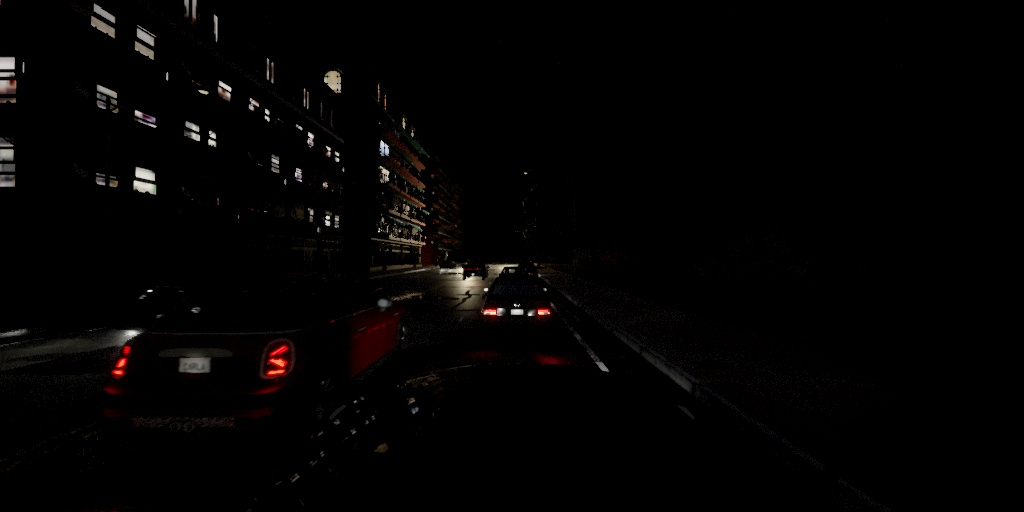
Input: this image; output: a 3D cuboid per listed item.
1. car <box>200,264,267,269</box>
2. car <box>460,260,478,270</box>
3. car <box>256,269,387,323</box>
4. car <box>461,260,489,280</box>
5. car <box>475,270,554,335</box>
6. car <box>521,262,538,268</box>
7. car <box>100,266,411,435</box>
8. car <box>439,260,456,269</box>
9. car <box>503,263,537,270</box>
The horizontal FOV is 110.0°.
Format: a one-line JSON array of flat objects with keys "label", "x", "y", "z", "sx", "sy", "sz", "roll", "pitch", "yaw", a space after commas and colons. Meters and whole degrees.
[{"label": "car", "x": -9.840, "y": 1.104, "z": 12.293, "sx": 2.097, "sy": 1.767, "sz": 4.553, "roll": 0, "pitch": 0, "yaw": 0}, {"label": "car", "x": -6.540, "y": 1.299, "z": 54.994, "sx": 2.033, "sy": 1.411, "sz": 5.357, "roll": 0, "pitch": 0, "yaw": 0}, {"label": "car", "x": -6.591, "y": 1.299, "z": 13.335, "sx": 2.033, "sy": 1.411, "sz": 5.357, "roll": 0, "pitch": 0, "yaw": 0}, {"label": "car", "x": -3.123, "y": 1.257, "z": 31.202, "sx": 1.837, "sy": 1.490, "sz": 4.892, "roll": 0, "pitch": -1, "yaw": 0}, {"label": "car", "x": 0.111, "y": 1.299, "z": 10.513, "sx": 2.033, "sy": 1.411, "sz": 5.357, "roll": 0, "pitch": 0, "yaw": 0}, {"label": "car", "x": 1.167, "y": 1.259, "z": 30.642, "sx": 1.837, "sy": 1.490, "sz": 4.892, "roll": 0, "pitch": 0, "yaw": 0}, {"label": "car", "x": -3.147, "y": 1.103, "z": 5.684, "sx": 2.097, "sy": 1.767, "sz": 4.553, "roll": 0, "pitch": 0, "yaw": 0}, {"label": "car", "x": -9.788, "y": 1.299, "z": 54.988, "sx": 2.033, "sy": 1.411, "sz": 5.357, "roll": 0, "pitch": 0, "yaw": 0}, {"label": "car", "x": 0.119, "y": 1.300, "z": 20.875, "sx": 2.033, "sy": 1.411, "sz": 5.357, "roll": 0, "pitch": 0, "yaw": 0}]
